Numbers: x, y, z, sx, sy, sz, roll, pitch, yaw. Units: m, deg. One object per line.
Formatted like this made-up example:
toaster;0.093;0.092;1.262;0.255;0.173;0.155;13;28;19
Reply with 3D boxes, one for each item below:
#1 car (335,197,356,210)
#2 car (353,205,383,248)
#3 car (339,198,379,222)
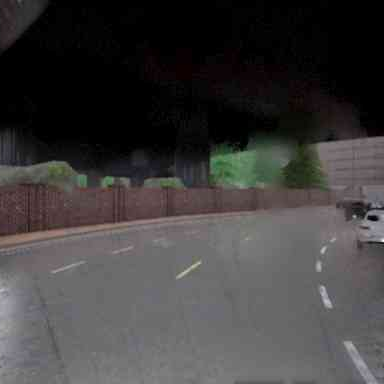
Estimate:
car;19.382;1.371;40.808;5.008;1.535;1.882;0;0;-43
car;8.058;1.489;13.952;1.812;1.442;4.674;0;0;31
car;13.112;1.441;24.977;4.892;1.490;1.837;-1;0;-45
